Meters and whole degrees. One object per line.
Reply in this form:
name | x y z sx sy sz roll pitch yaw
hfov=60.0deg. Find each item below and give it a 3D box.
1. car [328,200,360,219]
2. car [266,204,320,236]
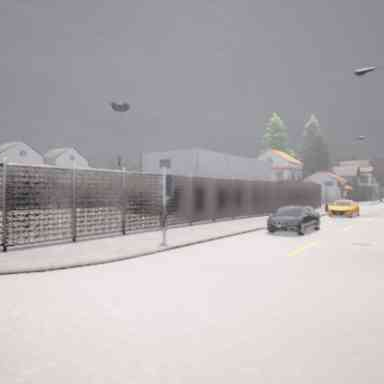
car | 13.516 1.462 29.520 1.882 1.535 5.008 0 1 36
car | 5.783 1.489 18.730 1.837 1.490 4.892 0 0 36
